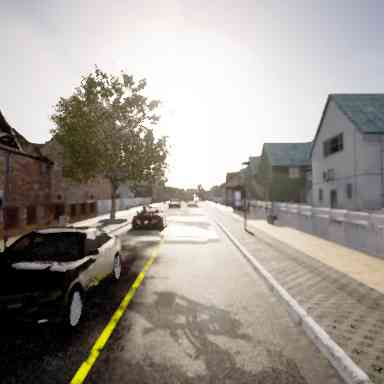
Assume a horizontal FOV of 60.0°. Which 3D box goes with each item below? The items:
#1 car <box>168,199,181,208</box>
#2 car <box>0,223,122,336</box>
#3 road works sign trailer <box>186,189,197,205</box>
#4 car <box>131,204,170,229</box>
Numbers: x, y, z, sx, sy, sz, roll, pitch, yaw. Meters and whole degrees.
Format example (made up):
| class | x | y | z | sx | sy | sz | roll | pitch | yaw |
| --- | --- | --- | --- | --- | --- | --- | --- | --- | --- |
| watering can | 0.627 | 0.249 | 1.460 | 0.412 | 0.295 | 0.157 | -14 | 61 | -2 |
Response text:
| class | x | y | z | sx | sy | sz | roll | pitch | yaw |
| --- | --- | --- | --- | --- | --- | --- | --- | --- | --- |
| car | -2.813 | 1.918 | 54.642 | 2.033 | 1.411 | 5.357 | 0 | -1 | 1 |
| car | -2.845 | 1.509 | 7.138 | 1.882 | 1.535 | 5.008 | 0 | 0 | 0 |
| road works sign trailer | -0.036 | 0.976 | 70.536 | 2.380 | 3.560 | 2.880 | 0 | 1 | 1 |
| car | -2.796 | 1.672 | 22.420 | 1.994 | 1.385 | 4.181 | 0 | 0 | 1 |
